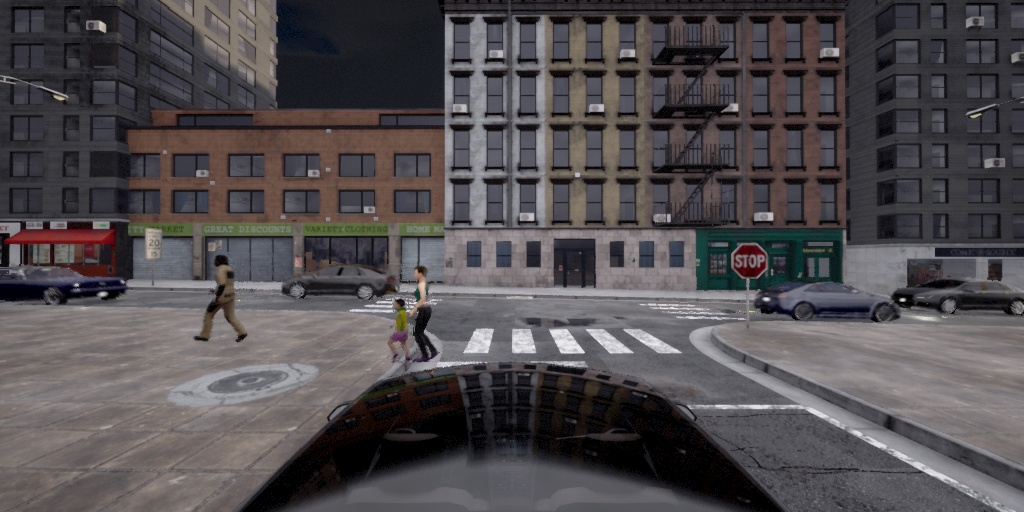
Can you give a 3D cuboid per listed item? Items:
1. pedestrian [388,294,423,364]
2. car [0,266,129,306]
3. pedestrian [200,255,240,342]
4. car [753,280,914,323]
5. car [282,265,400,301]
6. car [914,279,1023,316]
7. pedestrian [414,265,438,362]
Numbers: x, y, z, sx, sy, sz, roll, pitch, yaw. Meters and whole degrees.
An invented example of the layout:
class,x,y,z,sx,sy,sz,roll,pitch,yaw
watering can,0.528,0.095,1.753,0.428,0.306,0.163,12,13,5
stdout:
class,x,y,z,sx,sy,sz,roll,pitch,yaw
pedestrian,-1.878,1.265,6.139,0.500,1.100,0.500,0,0,0
car,-17.100,1.043,13.058,4.718,1.301,1.895,1,0,0
pedestrian,-5.968,0.829,7.334,0.375,1.860,0.375,0,0,0
car,11.193,1.581,12.941,4.181,1.385,1.994,1,0,0
car,-7.540,1.144,15.970,4.892,1.490,1.837,1,0,0
car,19.711,1.753,15.854,4.892,1.490,1.837,2,0,0
pedestrian,-1.672,1.045,6.735,0.375,1.860,0.375,0,0,0
